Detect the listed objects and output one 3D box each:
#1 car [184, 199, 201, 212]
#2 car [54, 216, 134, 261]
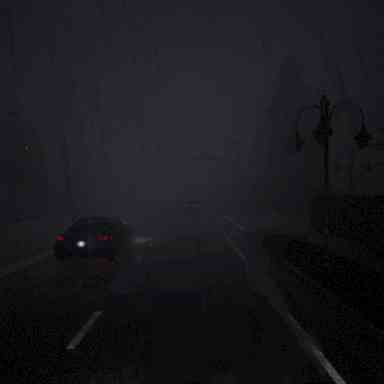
[{"bbox_3d":[0.100,1.543,38.198,2.033,1.411,5.357,0,0,0],"label":"car"},{"bbox_3d":[-3.400,1.562,12.221,1.994,1.385,4.181,0,0,0],"label":"car"}]
